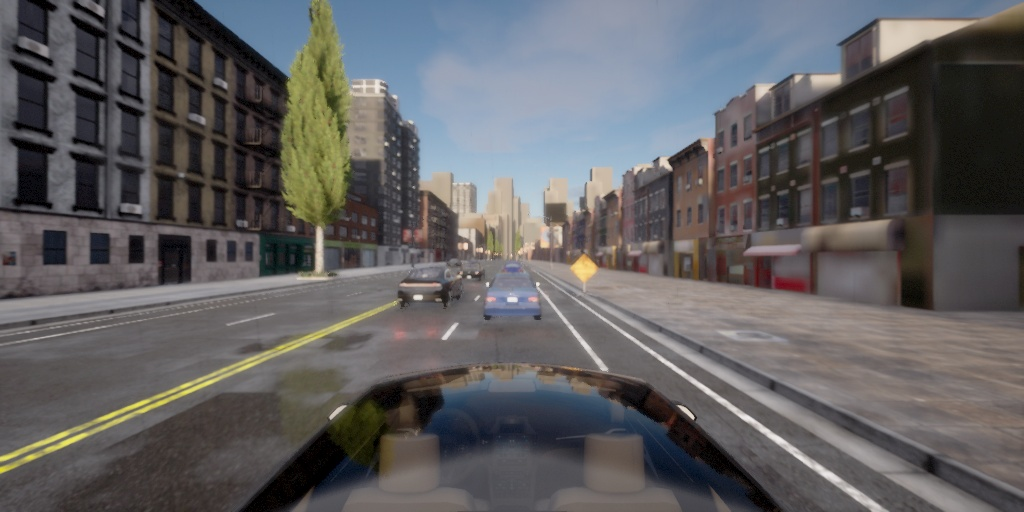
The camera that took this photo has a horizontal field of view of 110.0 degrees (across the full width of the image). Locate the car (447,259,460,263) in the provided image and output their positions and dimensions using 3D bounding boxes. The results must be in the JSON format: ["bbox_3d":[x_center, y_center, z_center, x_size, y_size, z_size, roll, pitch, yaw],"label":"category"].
[{"bbox_3d":[-9.779,1.179,60.378,1.882,1.535,5.008,0,0,1],"label":"car"}]

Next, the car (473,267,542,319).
[{"bbox_3d":[0.026,1.273,12.595,2.033,1.411,5.357,0,0,0],"label":"car"}]

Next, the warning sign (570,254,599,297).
[{"bbox_3d":[3.230,0.835,15.990,1.300,1.860,1.060,0,0,0],"label":"warning sign"}]

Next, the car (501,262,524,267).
[{"bbox_3d":[0.060,1.222,30.457,1.812,1.442,4.674,0,0,1],"label":"car"}]

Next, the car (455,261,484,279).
[{"bbox_3d":[-3.202,1.299,29.155,1.895,1.301,4.718,0,0,1],"label":"car"}]

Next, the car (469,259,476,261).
[{"bbox_3d":[-6.532,1.265,60.511,1.994,1.385,4.181,0,0,1],"label":"car"}]

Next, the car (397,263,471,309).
[{"bbox_3d":[-3.200,1.214,14.765,2.128,1.511,4.902,0,0,1],"label":"car"}]
